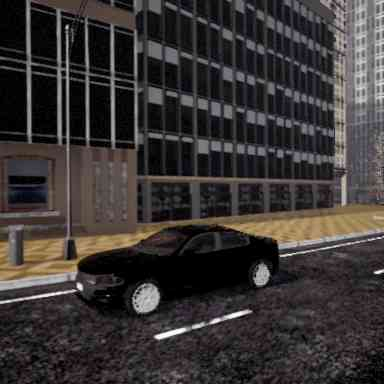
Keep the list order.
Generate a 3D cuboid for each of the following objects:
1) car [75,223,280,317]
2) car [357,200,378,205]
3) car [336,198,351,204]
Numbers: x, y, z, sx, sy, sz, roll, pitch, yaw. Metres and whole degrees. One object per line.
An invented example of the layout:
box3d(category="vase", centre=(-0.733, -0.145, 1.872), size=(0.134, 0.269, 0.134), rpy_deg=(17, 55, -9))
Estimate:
box3d(category="car", centre=(-0.081, 1.519, 7.706), size=(5.008, 1.535, 1.882), rpy_deg=(1, 0, -37))
box3d(category="car", centre=(37.089, 2.044, 70.256), size=(1.802, 1.307, 4.206), rpy_deg=(0, 0, -42))
box3d(category="car", centre=(33.341, 1.983, 74.528), size=(1.947, 1.339, 4.313), rpy_deg=(0, 0, -42))
